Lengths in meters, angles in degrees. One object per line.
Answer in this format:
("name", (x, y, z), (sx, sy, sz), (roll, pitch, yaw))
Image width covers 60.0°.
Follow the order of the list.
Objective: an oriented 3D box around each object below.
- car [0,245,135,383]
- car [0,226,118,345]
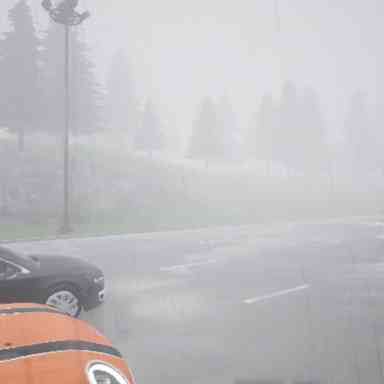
("car", (-2.563, 1.350, 1.919), (4.553, 1.767, 2.097), (0, 0, -35))
("car", (-3.850, 1.505, 5.299), (4.892, 1.490, 1.837), (0, 0, -35))
